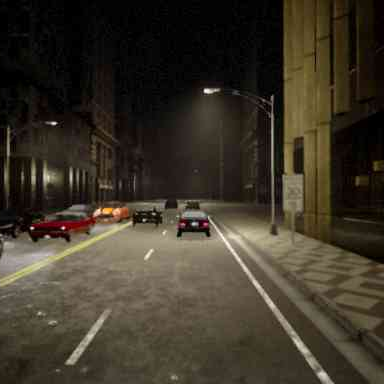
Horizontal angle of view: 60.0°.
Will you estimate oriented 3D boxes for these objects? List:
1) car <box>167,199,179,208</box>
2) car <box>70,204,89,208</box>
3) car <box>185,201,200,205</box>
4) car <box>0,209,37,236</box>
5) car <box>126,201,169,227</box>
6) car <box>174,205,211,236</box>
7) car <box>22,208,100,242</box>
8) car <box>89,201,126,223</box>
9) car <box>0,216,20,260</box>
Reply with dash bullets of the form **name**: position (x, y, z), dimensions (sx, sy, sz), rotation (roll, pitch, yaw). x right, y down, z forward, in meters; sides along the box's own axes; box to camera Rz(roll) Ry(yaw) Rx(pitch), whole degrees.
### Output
- **car**: position (-3.160, 1.896, 52.454), dimensions (1.882, 1.535, 5.008), rotation (0, 0, 0)
- **car**: position (-9.771, 1.784, 29.172), dimensions (2.033, 1.411, 5.357), rotation (0, 0, 0)
- **car**: position (0.091, 1.823, 41.345), dimensions (2.128, 1.511, 4.902), rotation (0, 0, 0)
- **car**: position (-9.837, 1.681, 18.686), dimensions (1.812, 1.442, 4.674), rotation (0, 0, 0)
- **car**: position (-3.153, 1.691, 24.439), dimensions (2.128, 1.511, 4.902), rotation (0, 0, 0)
- **car**: position (0.098, 1.708, 19.478), dimensions (2.033, 1.411, 5.357), rotation (0, 0, 0)
- **car**: position (-6.593, 1.746, 17.365), dimensions (1.895, 1.301, 4.718), rotation (0, 0, 0)
- **car**: position (-6.543, 1.576, 27.571), dimensions (2.097, 1.767, 4.553), rotation (0, 0, 0)
- **car**: position (-6.599, 1.562, 8.102), dimensions (2.128, 1.511, 4.902), rotation (0, 0, 0)
